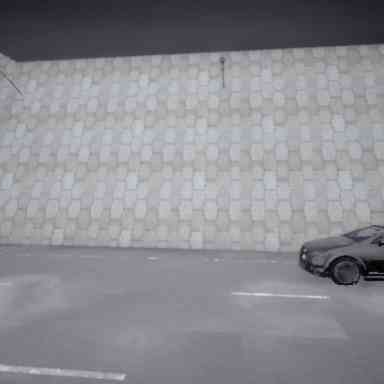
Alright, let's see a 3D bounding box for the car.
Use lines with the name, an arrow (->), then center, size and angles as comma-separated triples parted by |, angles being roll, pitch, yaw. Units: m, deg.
car -> 5.009, 1.572, 8.701 | 4.181, 1.385, 1.994 | 0, 0, 7
